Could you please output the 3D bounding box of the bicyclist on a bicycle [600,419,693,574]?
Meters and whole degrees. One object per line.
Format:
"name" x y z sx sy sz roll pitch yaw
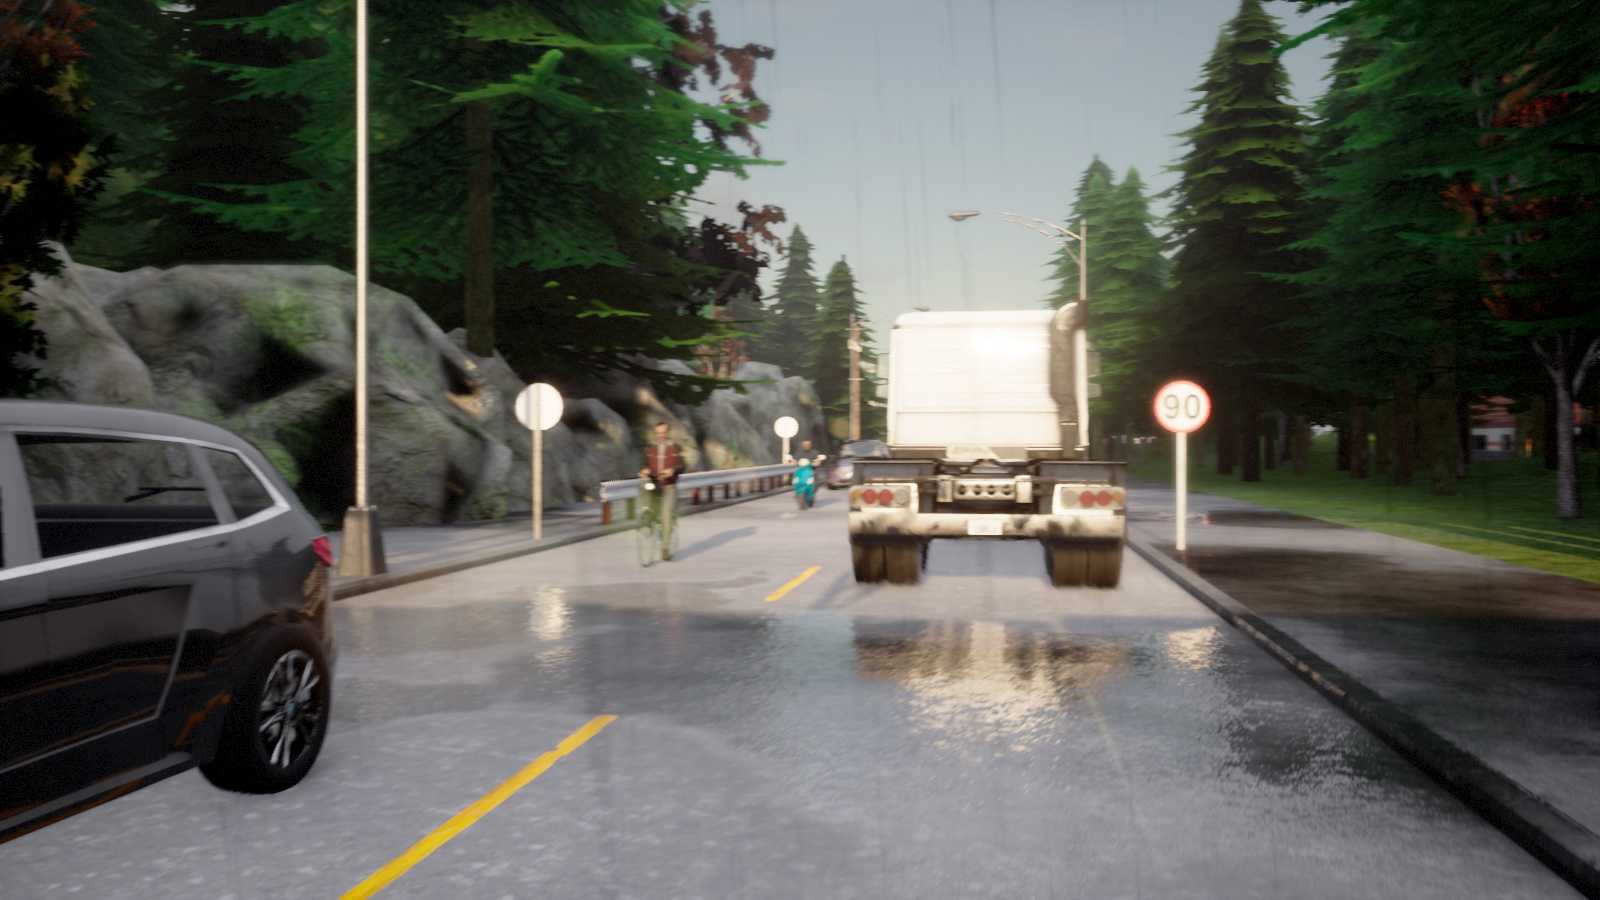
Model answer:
"bicyclist on a bicycle" -1.842 0.528 15.337 0.659 1.776 1.843 0 0 8

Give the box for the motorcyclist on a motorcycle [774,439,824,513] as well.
"motorcyclist on a motorcycle" -0.007 0.546 28.032 0.866 1.590 1.817 0 0 8

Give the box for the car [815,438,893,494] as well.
"car" 1.810 0.456 40.597 2.033 1.649 4.856 0 1 8

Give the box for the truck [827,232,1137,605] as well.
"truck" 2.266 -0.316 15.775 2.891 3.462 7.936 0 0 8

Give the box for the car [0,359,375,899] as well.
"car" -3.490 0.559 3.934 2.242 1.667 4.611 0 0 8
